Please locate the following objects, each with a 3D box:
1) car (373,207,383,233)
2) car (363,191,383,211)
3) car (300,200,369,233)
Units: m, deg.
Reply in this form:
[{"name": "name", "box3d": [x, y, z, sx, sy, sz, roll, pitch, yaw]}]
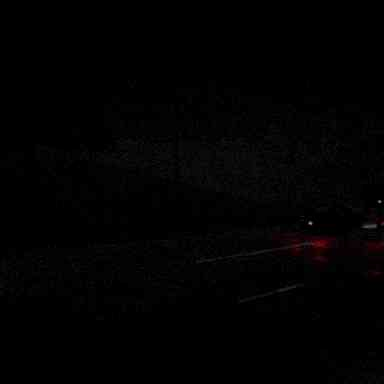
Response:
[{"name": "car", "box3d": [10.810, 1.450, 15.731, 4.718, 1.301, 1.895, -1, 0, -35]}, {"name": "car", "box3d": [17.941, 0.940, 32.239, 2.150, 2.045, 5.566, 0, 0, 25]}, {"name": "car", "box3d": [7.797, 1.382, 18.544, 4.674, 1.442, 1.812, -1, 0, -41]}]
